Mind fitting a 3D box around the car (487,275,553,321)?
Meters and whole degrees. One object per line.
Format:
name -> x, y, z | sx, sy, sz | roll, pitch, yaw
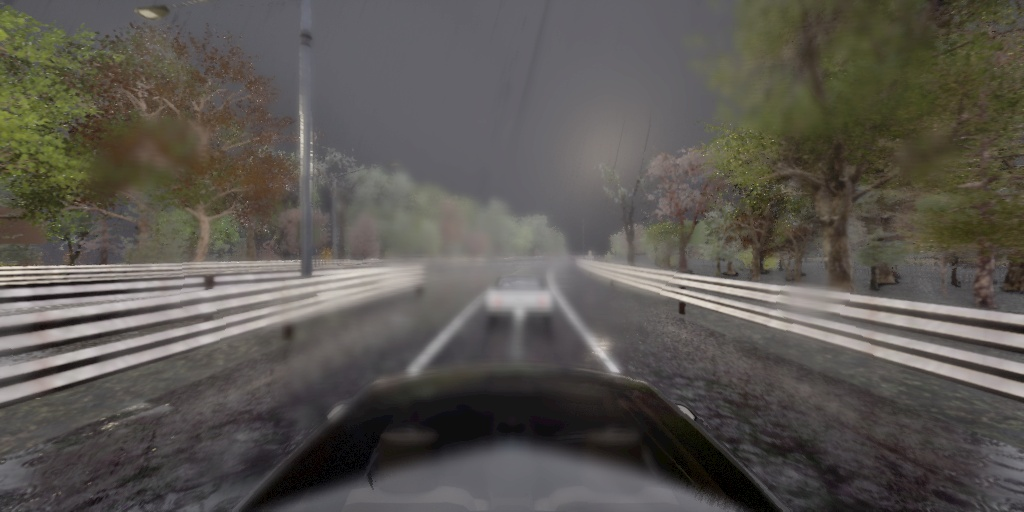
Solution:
car -> 0.328, 1.302, 12.275 | 1.895, 1.301, 4.718 | 0, 0, 3
